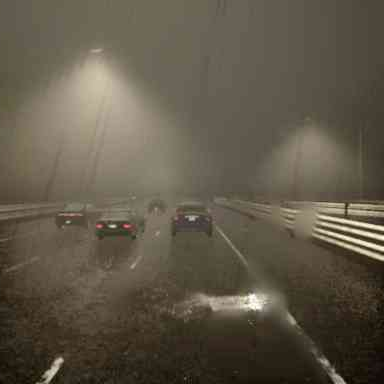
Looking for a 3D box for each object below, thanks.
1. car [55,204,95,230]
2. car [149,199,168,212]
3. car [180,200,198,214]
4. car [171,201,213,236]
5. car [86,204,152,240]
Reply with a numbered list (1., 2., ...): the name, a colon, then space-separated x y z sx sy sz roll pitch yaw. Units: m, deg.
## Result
1. car: -7.070 1.504 21.327 2.128 1.511 4.902 0 0 -1
2. car: -3.912 1.535 38.347 1.837 1.490 4.892 0 0 -1
3. car: -0.371 1.628 36.857 1.895 1.301 4.718 0 0 -1
4. car: -0.035 1.360 18.523 2.097 1.767 4.553 0 0 -1
5. car: -3.513 1.556 17.158 2.033 1.411 5.357 0 0 -1
